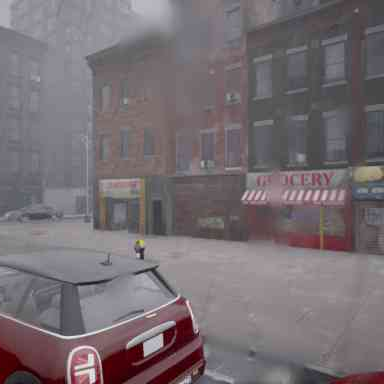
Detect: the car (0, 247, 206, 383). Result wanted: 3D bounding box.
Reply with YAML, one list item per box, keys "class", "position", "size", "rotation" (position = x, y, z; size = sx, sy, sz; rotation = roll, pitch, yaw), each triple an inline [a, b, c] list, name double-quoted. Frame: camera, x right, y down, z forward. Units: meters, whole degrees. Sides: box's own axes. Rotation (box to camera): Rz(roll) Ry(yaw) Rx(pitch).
- class: "car"
  position: [-1.929, 1.441, 4.219]
  size: [4.097, 1.590, 1.967]
  rotation: [0, 0, 36]

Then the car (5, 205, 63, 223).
- class: "car"
  position: [-13.926, 1.906, 29.564]
  size: [2.128, 1.511, 4.902]
  rotation: [-1, -2, 36]

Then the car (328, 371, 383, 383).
- class: "car"
  position: [2.533, 1.544, 0.998]
  size: [4.507, 1.381, 1.887]
  rotation: [0, 0, 36]
